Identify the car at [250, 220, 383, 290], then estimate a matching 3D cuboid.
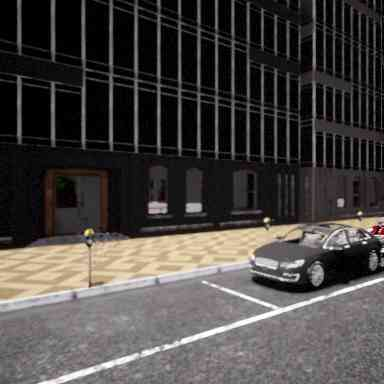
[{"bbox_3d":[3.491,1.558,9.053,4.403,1.369,2.008,0,0,-36],"label":"car"}]
